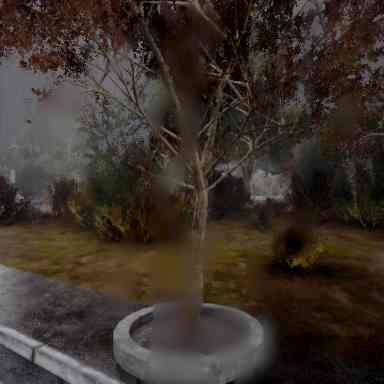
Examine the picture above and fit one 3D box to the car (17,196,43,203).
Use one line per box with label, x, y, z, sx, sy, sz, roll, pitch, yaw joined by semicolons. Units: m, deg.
car;-22.061;1.217;44.900;2.033;1.411;5.357;1;0;32
